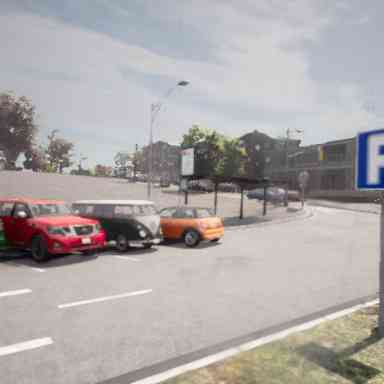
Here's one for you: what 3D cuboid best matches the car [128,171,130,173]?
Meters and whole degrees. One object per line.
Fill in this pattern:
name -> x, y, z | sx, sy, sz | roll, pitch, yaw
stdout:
car -> -14.017, -3.975, 83.570 | 2.435, 2.045, 5.566 | 2, -2, 34

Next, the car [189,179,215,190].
car -> 1.908, -1.405, 61.809 | 1.946, 1.575, 5.366 | 7, 3, 35

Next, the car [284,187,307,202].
car -> 13.952, 0.553, 44.442 | 2.002, 1.452, 4.674 | 7, 3, 35

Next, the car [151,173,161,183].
car -> -6.828, -2.778, 74.061 | 1.946, 1.575, 5.366 | 7, 3, 34

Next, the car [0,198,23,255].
car -> -8.214, 1.225, 10.690 | 5.566, 2.045, 2.435 | -1, -1, 34

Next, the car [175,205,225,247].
car -> -0.785, 1.477, 15.857 | 4.553, 1.767, 2.185 | -1, -1, 35

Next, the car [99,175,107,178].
car -> -24.288, -3.782, 90.711 | 1.812, 1.442, 4.674 | 2, -3, -15

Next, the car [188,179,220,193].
car -> 1.110, -0.690, 47.163 | 2.033, 1.411, 5.357 | 3, 3, -36

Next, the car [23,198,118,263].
car -> -5.711, 1.266, 12.409 | 5.566, 2.045, 2.435 | -1, -2, 35

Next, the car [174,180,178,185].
car -> -1.688, -1.915, 66.574 | 2.002, 1.452, 4.674 | 7, 3, 34

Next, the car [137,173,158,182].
car -> -10.493, -3.459, 78.770 | 2.185, 1.767, 4.553 | 6, 2, 33

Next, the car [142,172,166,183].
car -> -8.686, -3.305, 76.313 | 2.435, 2.045, 5.566 | 8, 3, 34

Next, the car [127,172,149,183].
car -> -10.064, -2.416, 62.790 | 1.994, 1.385, 4.181 | 3, 3, -36

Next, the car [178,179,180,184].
car -> 0.066, -1.640, 64.120 | 2.002, 1.452, 4.674 | 8, 3, 34

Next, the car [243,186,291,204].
car -> 8.221, 0.399, 37.325 | 1.812, 1.442, 4.674 | 3, 4, -36

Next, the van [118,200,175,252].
van -> -3.183, 1.334, 14.093 | 4.442, 1.987, 1.878 | -1, -2, 35

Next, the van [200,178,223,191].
van -> 3.497, -1.358, 59.087 | 1.878, 1.987, 4.442 | 8, 3, 35

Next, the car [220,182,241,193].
car -> 7.006, -0.583, 54.268 | 2.231, 1.521, 4.892 | 7, 3, 35

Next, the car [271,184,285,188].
car -> 12.253, -0.011, 46.909 | 2.435, 2.045, 5.566 | 7, 3, 35
